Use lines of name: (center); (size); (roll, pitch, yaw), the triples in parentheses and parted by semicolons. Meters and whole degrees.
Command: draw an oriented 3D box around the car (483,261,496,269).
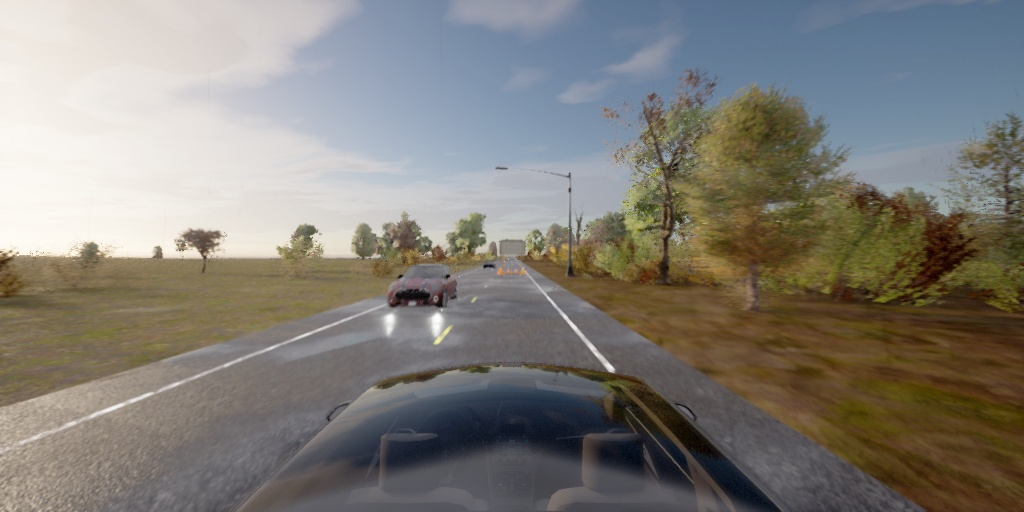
car: (-3.518, 1.403, 56.305); (1.895, 1.301, 4.718); (0, 0, 1)

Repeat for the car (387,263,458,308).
car: (-3.590, 1.123, 15.139); (2.097, 1.767, 4.553); (0, 0, 0)

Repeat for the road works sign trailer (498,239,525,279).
road works sign trailer: (0.012, 0.256, 33.263); (2.380, 3.560, 2.880); (0, 0, 0)
